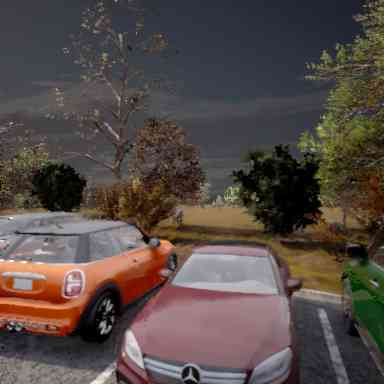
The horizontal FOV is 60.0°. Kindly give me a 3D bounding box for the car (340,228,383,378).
[{"bbox_3d":[3.032,1.235,3.376,2.435,2.045,5.566,0,-1,15],"label":"car"}]

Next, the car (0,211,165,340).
[{"bbox_3d":[-1.832,1.358,6.777,2.185,1.767,4.553,0,-1,16],"label":"car"}]

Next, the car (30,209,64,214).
[{"bbox_3d":[-4.229,1.359,8.566,2.185,1.767,4.553,1,-1,16],"label":"car"}]

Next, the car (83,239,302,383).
[{"bbox_3d":[0.605,1.525,5.075,2.002,1.452,4.674,1,-1,16],"label":"car"}]
